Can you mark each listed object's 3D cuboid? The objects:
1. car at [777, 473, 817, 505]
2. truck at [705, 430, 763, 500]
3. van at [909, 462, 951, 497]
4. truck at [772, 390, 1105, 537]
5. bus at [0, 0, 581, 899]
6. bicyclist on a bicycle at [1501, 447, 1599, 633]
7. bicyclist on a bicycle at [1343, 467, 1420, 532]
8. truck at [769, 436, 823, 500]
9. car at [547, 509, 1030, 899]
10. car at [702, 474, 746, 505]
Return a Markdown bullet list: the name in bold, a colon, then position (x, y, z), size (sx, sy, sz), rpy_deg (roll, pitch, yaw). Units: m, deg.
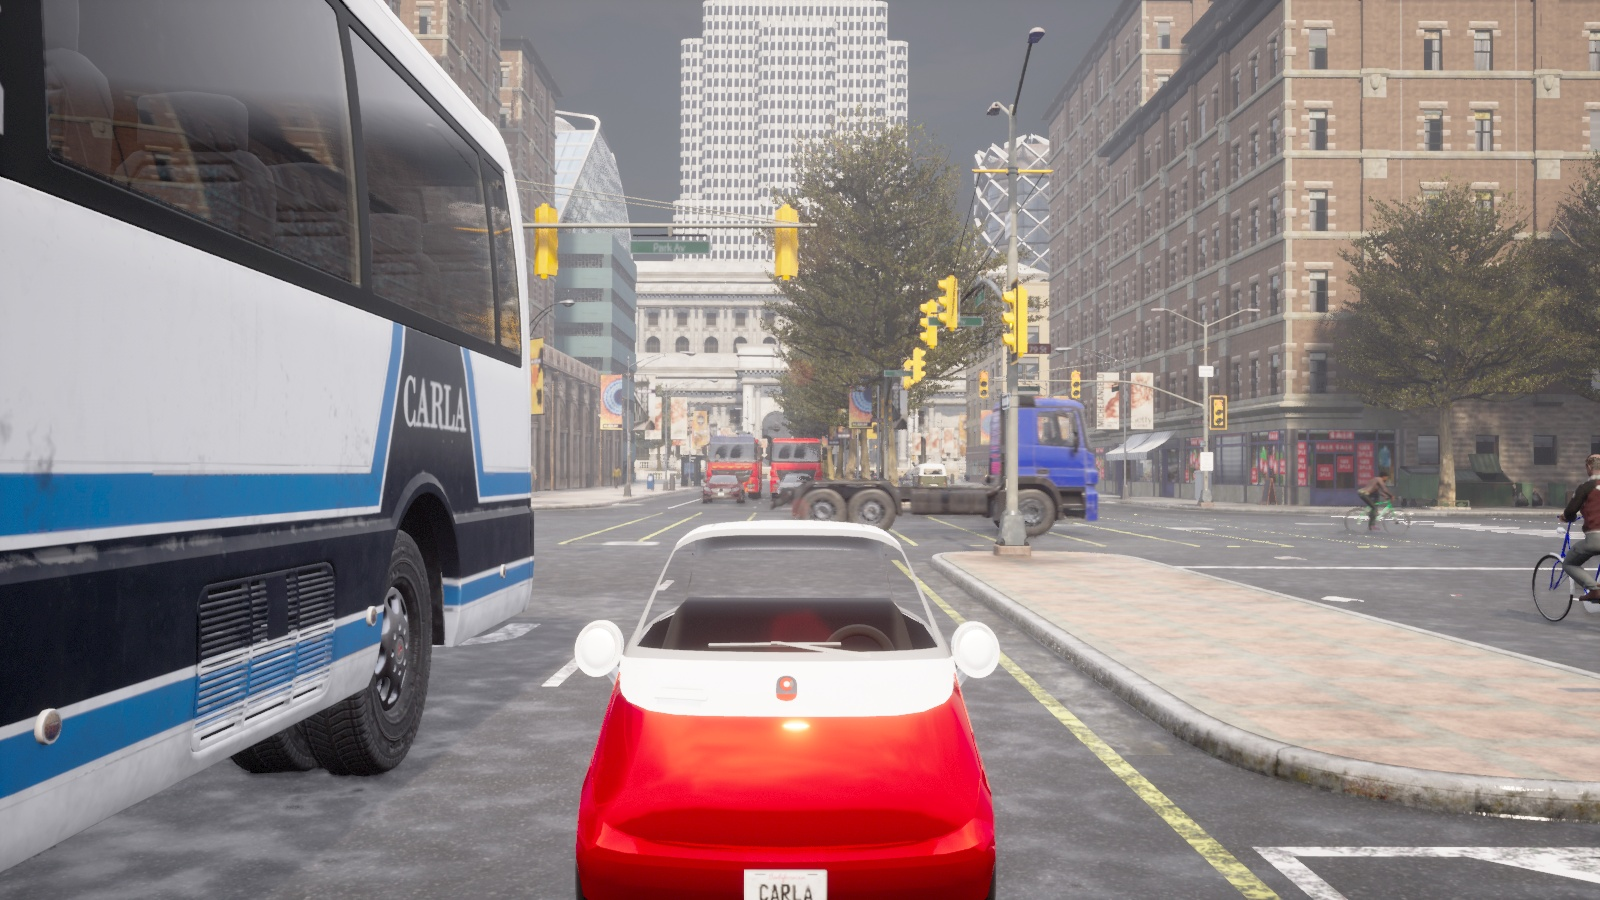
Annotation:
- **car**: position (-0.118, 1.859, 60.803), size (1.812, 1.442, 4.674), rpy_deg (0, -1, 1)
- **truck**: position (-3.707, 0.879, 72.521), size (2.891, 3.827, 8.468), rpy_deg (0, -1, 0)
- **van**: position (7.789, 1.773, 75.606), size (2.069, 2.038, 4.480), rpy_deg (0, -1, 0)
- **truck**: position (3.297, 0.346, 31.410), size (7.936, 3.462, 2.891), rpy_deg (0, -1, 0)
- **bus**: position (-3.542, -0.482, 3.917), size (3.944, 4.253, 10.273), rpy_deg (0, -1, 0)
- **bicyclist on a bicycle**: position (7.942, 0.866, 12.700), size (0.659, 1.776, 1.843), rpy_deg (0, -1, 0)
- **bicyclist on a bicycle**: position (14.566, 1.237, 31.485), size (1.656, 1.620, 0.582), rpy_deg (0, -1, 0)
- **truck**: position (-0.204, 1.037, 71.874), size (2.891, 3.462, 7.936), rpy_deg (0, -1, 0)
- **car**: position (-0.039, 0.953, 4.966), size (1.481, 1.376, 2.207), rpy_deg (0, -1, 0)
- **car**: position (-3.653, 1.877, 61.008), size (1.812, 1.442, 4.674), rpy_deg (0, -1, 1)
